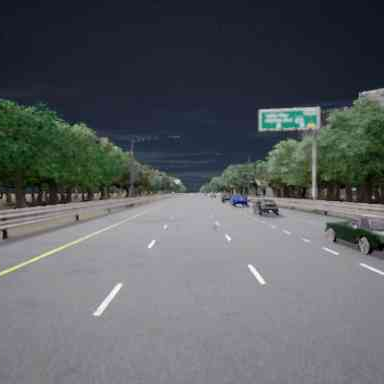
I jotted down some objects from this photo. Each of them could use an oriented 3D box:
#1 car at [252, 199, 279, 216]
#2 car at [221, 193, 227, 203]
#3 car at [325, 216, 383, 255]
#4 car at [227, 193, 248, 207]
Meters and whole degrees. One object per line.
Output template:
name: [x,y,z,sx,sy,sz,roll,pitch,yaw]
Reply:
car: [7.063,1.486,32.230,1.837,1.490,4.892,0,0,0]
car: [7.164,1.177,68.526,2.150,2.045,5.566,0,0,0]
car: [7.014,1.597,13.177,1.895,1.301,4.718,0,0,0]
car: [7.114,1.206,50.596,2.150,2.045,5.566,0,0,0]
